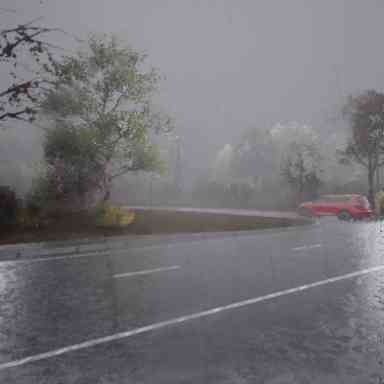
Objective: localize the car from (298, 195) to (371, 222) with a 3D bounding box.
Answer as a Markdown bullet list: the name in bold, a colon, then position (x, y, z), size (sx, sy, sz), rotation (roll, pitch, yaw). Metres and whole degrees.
- **car**: position (11.291, 1.248, 26.724), size (2.150, 2.045, 5.566), rotation (0, 0, -38)
